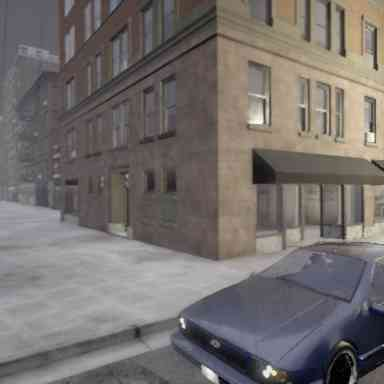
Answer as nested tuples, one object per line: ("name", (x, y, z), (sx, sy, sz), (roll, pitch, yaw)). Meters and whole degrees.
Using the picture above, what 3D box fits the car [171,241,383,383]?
("car", (2.353, 1.514, 5.048), (5.357, 1.411, 2.033), (0, 0, -35))
